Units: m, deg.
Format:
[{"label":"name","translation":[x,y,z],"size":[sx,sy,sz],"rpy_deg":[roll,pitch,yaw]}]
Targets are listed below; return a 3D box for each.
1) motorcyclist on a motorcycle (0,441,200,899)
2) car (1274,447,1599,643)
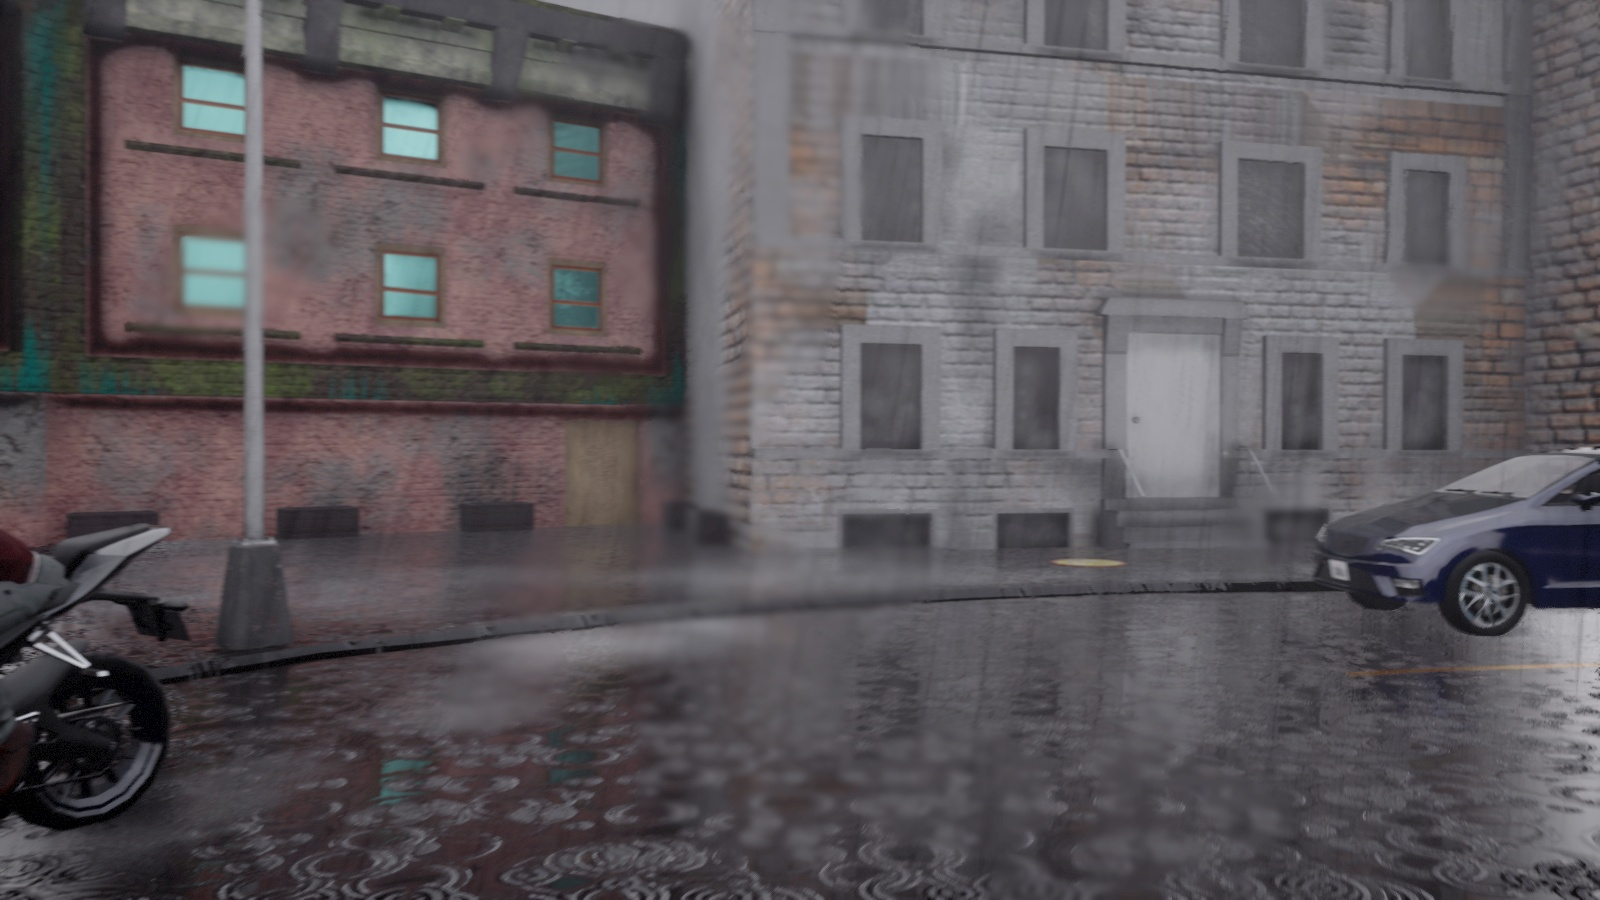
[{"label":"motorcyclist on a motorcycle","translation":[-3.197,0.742,4.053],"size":[0.866,1.530,2.191],"rpy_deg":[2,1,26]},{"label":"car","translation":[6.427,0.721,10.548],"size":[4.193,1.474,1.816],"rpy_deg":[0,0,-5]}]
